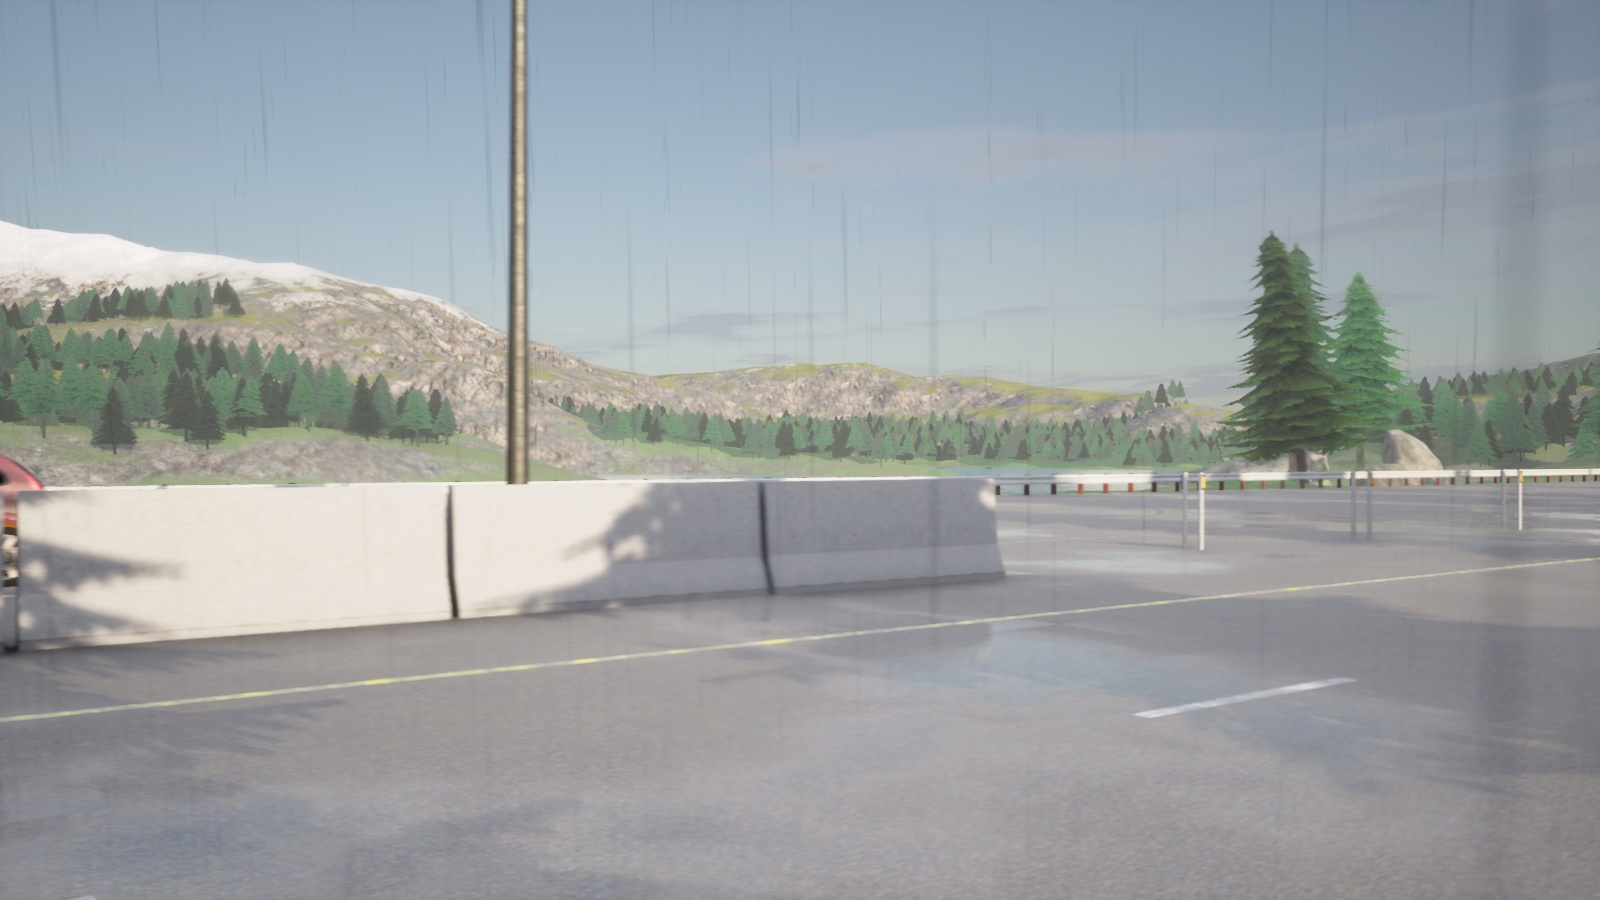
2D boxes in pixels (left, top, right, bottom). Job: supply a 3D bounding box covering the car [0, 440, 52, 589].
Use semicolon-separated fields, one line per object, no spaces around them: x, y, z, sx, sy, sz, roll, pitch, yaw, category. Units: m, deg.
-10.411;0.698;13.471;3.988;1.617;1.851;0;0;-35;car
